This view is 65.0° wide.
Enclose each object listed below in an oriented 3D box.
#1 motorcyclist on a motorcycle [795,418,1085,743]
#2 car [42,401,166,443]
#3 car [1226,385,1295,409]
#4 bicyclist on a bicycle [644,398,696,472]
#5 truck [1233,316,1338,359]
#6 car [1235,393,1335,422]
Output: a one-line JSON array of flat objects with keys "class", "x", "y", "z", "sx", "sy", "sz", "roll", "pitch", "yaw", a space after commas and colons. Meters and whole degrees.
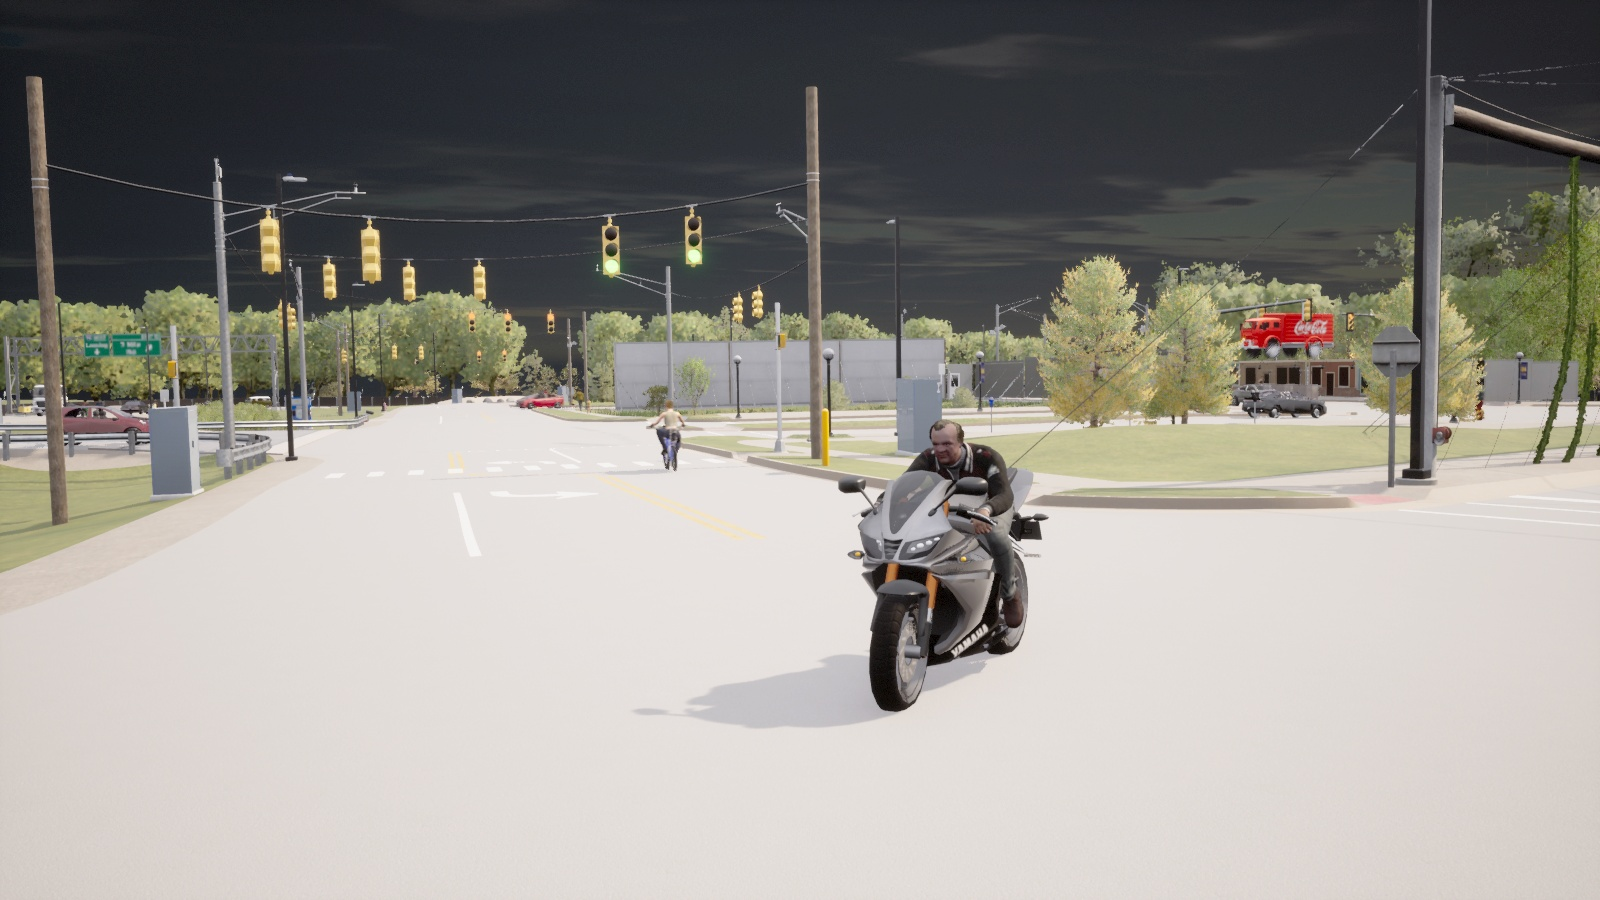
[{"class": "motorcyclist on a motorcycle", "x": 0.893, "y": 0.607, "z": 7.232, "sx": 0.866, "sy": 1.530, "sz": 2.191, "roll": 0, "pitch": 3, "yaw": 29}, {"class": "car", "x": -26.087, "y": -1.087, "z": 47.179, "sx": 3.633, "sy": 1.501, "sz": 1.845, "roll": -1, "pitch": 3, "yaw": -11}, {"class": "car", "x": 33.306, "y": -3.853, "z": 91.037, "sx": 2.152, "sy": 1.651, "sz": 5.027, "roll": -2, "pitch": 4, "yaw": -15}, {"class": "bicyclist on a bicycle", "x": -2.972, "y": -0.353, "z": 28.596, "sx": 0.866, "sy": 1.612, "sz": 1.509, "roll": -2, "pitch": 2, "yaw": -17}, {"class": "truck", "x": 28.989, "y": -6.727, "z": 75.114, "sx": 5.204, "sy": 2.467, "sz": 2.627, "roll": -1, "pitch": 6, "yaw": -15}, {"class": "car", "x": 26.529, "y": -2.332, "z": 68.686, "sx": 4.902, "sy": 1.511, "sz": 2.128, "roll": -1, "pitch": 3, "yaw": -20}]
